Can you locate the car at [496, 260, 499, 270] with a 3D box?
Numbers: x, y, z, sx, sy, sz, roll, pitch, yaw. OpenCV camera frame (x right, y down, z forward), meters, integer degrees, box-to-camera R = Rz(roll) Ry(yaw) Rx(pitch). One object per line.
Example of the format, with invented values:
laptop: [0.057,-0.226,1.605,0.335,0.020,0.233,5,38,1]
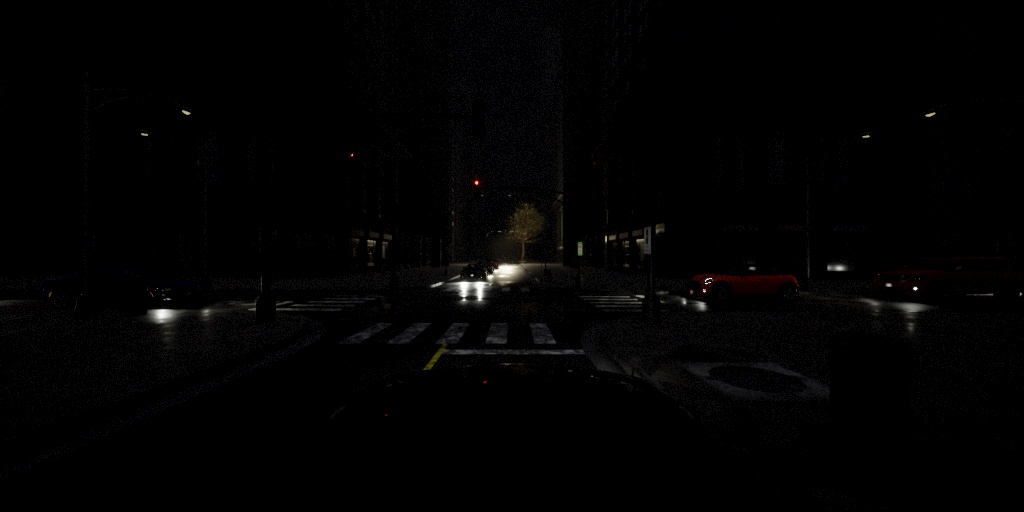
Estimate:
car: [-3.049,1.120,52.343,2.097,1.767,4.553,0,0,0]

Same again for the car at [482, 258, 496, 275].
car: [-3.075,1.232,39.652,1.882,1.535,5.008,0,0,0]

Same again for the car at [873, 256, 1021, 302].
car: [20.690,1.038,17.034,5.566,2.045,2.150,0,0,1]

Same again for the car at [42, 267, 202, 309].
car: [-14.903,1.177,13.863,5.008,1.535,1.882,0,0,2]

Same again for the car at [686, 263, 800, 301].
car: [10.789,1.138,17.048,4.553,1.767,2.097,0,0,0]

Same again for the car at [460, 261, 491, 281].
car: [-3.082,1.314,29.648,1.994,1.385,4.181,0,0,0]
